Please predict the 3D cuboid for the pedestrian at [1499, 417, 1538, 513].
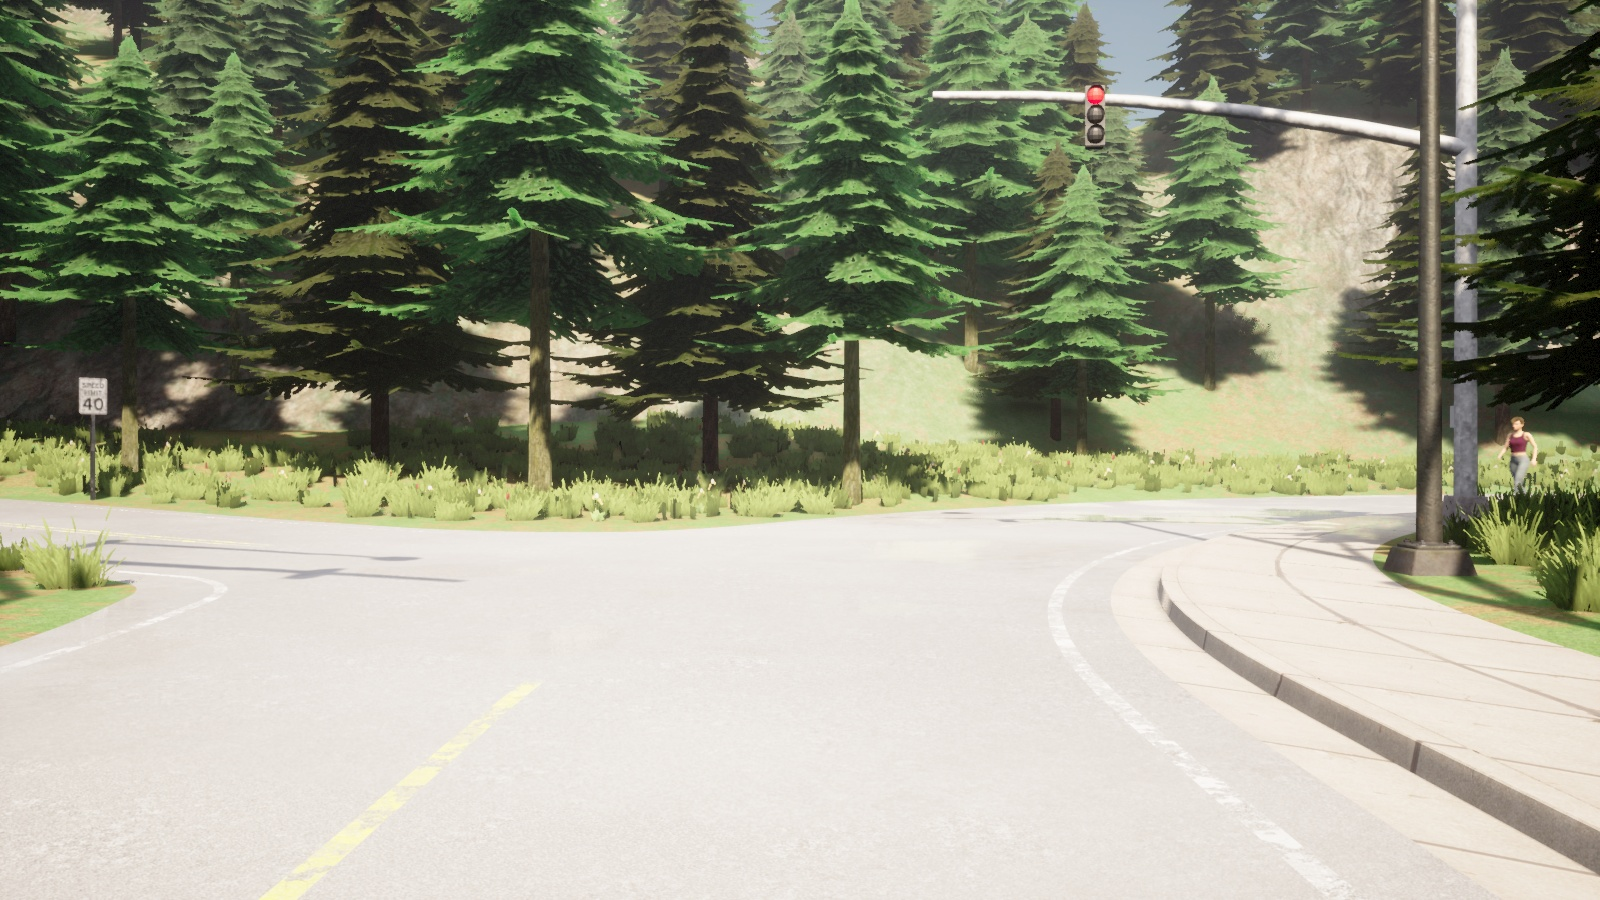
[{"bbox_3d":[13.780,0.284,24.094,0.594,1.836,0.345,0,0,-22],"label":"pedestrian"}]
